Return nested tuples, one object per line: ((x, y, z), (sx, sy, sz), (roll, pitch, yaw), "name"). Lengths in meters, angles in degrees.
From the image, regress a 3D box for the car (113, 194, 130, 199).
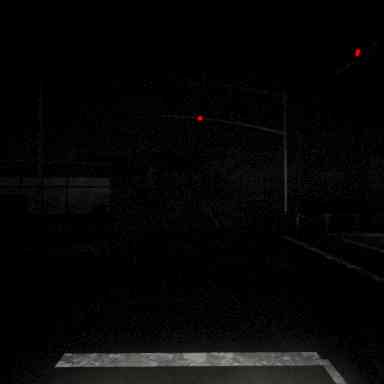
((-19.389, 1.333, 91.627), (4.674, 1.442, 1.812), (0, 0, 0), "car")

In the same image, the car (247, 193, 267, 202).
((13.459, 1.077, 69.018), (3.866, 1.878, 1.905), (0, 0, 0), "car")

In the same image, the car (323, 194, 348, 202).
((31.326, 1.298, 72.731), (4.514, 1.523, 2.007), (0, 0, 0), "car")

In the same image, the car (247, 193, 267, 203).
((12.859, 1.361, 65.692), (3.806, 1.475, 1.970), (0, 0, 0), "car")

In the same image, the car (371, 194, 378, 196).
((38.387, 1.232, 69.091), (3.806, 1.475, 1.970), (0, 0, 0), "car")

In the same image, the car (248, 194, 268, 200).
((18.146, 1.334, 91.646), (4.902, 1.511, 2.128), (0, 0, 0), "car")

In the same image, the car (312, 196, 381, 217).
((13.084, 1.340, 28.298), (4.514, 1.523, 2.007), (0, 0, 0), "car")

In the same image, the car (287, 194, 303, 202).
((21.338, 1.097, 65.757), (4.605, 1.855, 1.932), (0, 0, 0), "car")

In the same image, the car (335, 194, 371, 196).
((20.657, 1.320, 43.305), (3.633, 1.501, 1.845), (0, 0, 0), "car")

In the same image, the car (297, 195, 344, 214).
((13.021, 1.330, 31.435), (5.027, 1.636, 2.152), (0, 0, 0), "car")

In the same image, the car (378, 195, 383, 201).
((38.731, 1.154, 62.675), (5.027, 1.636, 2.152), (0, 0, 0), "car")

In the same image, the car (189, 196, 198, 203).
((0.282, 1.547, 69.721), (2.033, 1.411, 5.357), (0, 0, 0), "car")
